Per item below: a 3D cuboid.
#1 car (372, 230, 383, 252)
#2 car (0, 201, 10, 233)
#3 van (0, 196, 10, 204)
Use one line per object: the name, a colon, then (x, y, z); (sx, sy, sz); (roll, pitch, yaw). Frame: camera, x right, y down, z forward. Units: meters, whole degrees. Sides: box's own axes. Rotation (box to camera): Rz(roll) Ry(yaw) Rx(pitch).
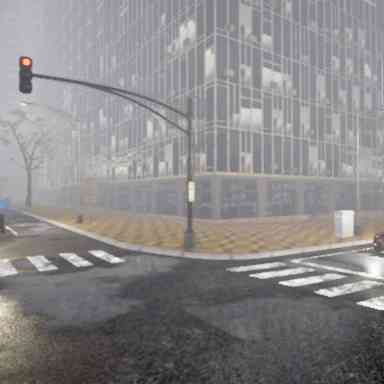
car: (9.777, 1.944, 14.651); (4.181, 1.385, 1.994); (1, -1, -35)
car: (-12.002, 1.496, 19.192); (1.882, 1.535, 5.008); (0, 0, -34)
van: (-22.494, 1.386, 39.159); (1.690, 1.788, 3.998); (1, -1, -34)
